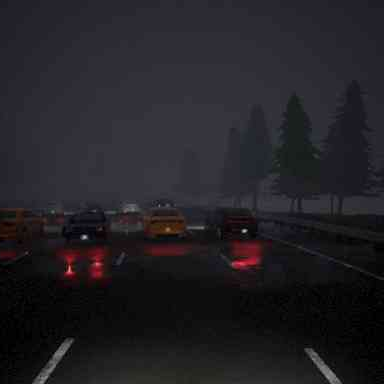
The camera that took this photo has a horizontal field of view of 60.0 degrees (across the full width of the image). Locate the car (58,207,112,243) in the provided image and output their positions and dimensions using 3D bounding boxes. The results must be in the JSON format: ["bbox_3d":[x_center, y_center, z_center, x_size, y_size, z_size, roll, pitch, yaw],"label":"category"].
[{"bbox_3d":[-4.948,1.617,16.223,1.895,1.301,4.718,0,0,-11],"label":"car"}]

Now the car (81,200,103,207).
[{"bbox_3d":[-9.690,1.534,32.244,1.812,1.442,4.674,0,0,-22],"label":"car"}]

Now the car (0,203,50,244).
[{"bbox_3d":[-8.381,1.486,15.544,1.882,1.535,5.008,0,0,-11],"label":"car"}]

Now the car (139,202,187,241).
[{"bbox_3d":[-1.503,1.486,16.842,1.882,1.535,5.008,0,0,-11],"label":"car"}]

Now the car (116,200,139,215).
[{"bbox_3d":[-6.450,1.534,33.570,1.812,1.442,4.674,0,0,-22],"label":"car"}]

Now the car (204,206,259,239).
[{"bbox_3d":[1.936,1.517,17.492,1.837,1.490,4.892,0,0,-11],"label":"car"}]

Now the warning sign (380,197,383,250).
[{"bbox_3d":[7.447,1.115,11.447,1.300,1.860,1.060,0,0,-6],"label":"warning sign"}]

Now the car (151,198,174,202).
[{"bbox_3d":[-3.200,1.367,34.868,2.097,1.767,4.553,0,0,-22],"label":"car"}]

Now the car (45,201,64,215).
[{"bbox_3d":[-12.929,1.534,30.918,1.812,1.442,4.674,0,0,-22],"label":"car"}]
